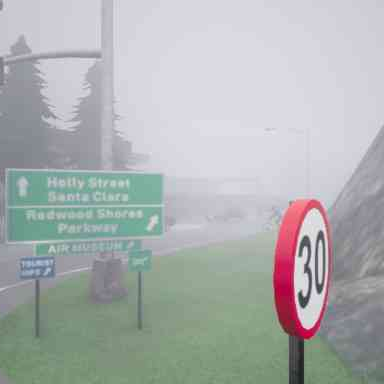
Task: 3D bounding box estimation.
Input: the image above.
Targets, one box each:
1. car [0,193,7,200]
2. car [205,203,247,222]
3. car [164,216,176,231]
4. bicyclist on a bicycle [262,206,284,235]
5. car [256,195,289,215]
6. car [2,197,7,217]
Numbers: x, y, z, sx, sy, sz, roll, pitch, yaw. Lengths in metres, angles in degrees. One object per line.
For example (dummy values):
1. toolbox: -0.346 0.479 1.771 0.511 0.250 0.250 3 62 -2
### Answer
1. car: -38.267 1.489 70.099 4.514 1.523 2.007 0 0 35
2. car: 2.943 1.683 28.271 2.128 1.511 4.902 0 0 36
3. car: -3.105 1.792 20.018 1.895 1.301 4.718 0 0 36
4. bicyclist on a bicycle: 4.712 1.643 18.678 1.656 1.620 0.582 0 0 36
5. car: 9.069 1.413 36.611 2.150 2.045 5.566 0 0 36
6. car: -12.225 1.504 26.062 1.905 1.878 3.866 0 0 35
